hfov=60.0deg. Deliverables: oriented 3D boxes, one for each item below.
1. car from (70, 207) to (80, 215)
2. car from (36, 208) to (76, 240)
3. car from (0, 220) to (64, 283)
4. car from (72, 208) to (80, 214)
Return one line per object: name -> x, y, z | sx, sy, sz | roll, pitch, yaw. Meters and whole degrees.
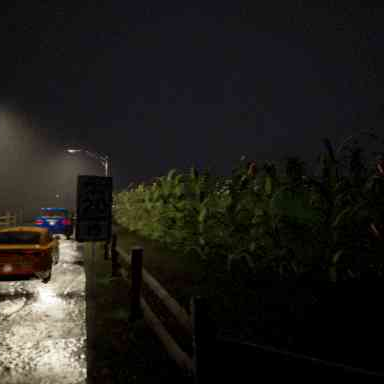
car -> -27.911, 4.591, 79.555 | 2.097, 1.767, 4.553 | 2, -3, -18
car -> -9.359, 2.113, 22.836 | 2.150, 2.045, 5.566 | 2, -3, -18
car -> -5.430, 1.881, 10.785 | 1.882, 1.535, 5.008 | 2, -3, -18
car -> -31.003, 5.111, 88.997 | 1.882, 1.535, 5.008 | 2, -3, -18
